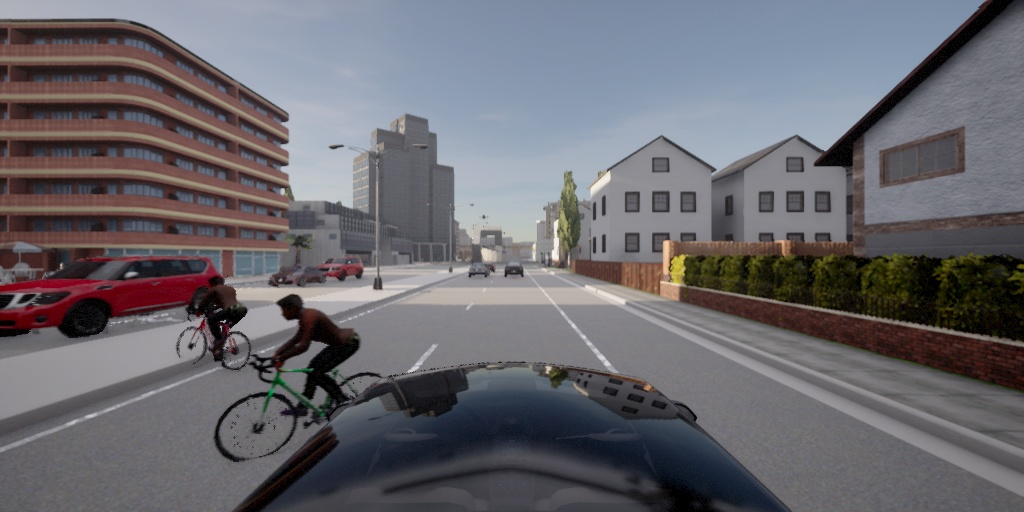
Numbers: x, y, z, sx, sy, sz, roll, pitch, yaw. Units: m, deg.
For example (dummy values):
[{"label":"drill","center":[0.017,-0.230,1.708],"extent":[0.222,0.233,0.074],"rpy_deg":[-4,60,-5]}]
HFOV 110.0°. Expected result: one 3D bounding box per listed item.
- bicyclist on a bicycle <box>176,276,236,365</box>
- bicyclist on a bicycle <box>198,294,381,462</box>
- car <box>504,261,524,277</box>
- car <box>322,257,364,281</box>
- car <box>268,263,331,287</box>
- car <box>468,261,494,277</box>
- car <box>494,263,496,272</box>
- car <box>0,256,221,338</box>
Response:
[{"label":"bicyclist on a bicycle","center":[-5.285,1.193,6.422],"extent":[1.656,1.620,0.582],"rpy_deg":[3,-6,12]},{"label":"bicyclist on a bicycle","center":[-2.128,1.212,3.804],"extent":[1.656,1.620,0.582],"rpy_deg":[-3,1,-32]},{"label":"car","center":[0.216,1.351,37.005],"extent":[1.882,1.535,5.008],"rpy_deg":[0,0,1]},{"label":"car","center":[-14.937,1.075,31.311],"extent":[2.150,2.045,5.566],"rpy_deg":[0,0,0]},{"label":"car","center":[-14.916,1.396,25.123],"extent":[1.994,1.385,4.181],"rpy_deg":[0,0,1]},{"label":"car","center":[-3.290,1.420,36.633],"extent":[2.033,1.411,5.357],"rpy_deg":[0,0,1]},{"label":"car","center":[-3.255,1.390,48.085],"extent":[1.882,1.535,5.008],"rpy_deg":[0,0,1]},{"label":"car","center":[-11.563,1.002,10.685],"extent":[2.150,2.045,5.566],"rpy_deg":[0,0,0]}]
